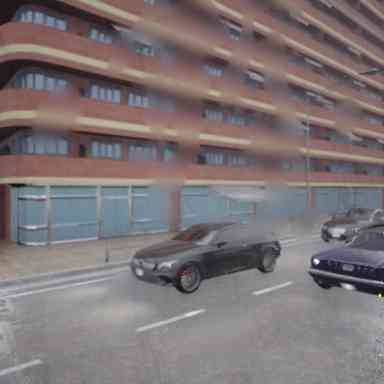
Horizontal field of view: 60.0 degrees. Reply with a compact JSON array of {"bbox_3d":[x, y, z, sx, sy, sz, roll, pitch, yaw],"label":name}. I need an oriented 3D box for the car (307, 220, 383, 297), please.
[{"bbox_3d":[4.833,1.584,8.107,4.718,1.301,1.895,0,0,-40],"label":"car"}]

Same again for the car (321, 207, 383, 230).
[{"bbox_3d":[7.708,1.472,15.043,4.902,1.511,2.128,0,0,-40],"label":"car"}]

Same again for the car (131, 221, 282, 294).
[{"bbox_3d":[0.596,1.565,9.121,4.674,1.442,1.812,0,0,-40],"label":"car"}]
